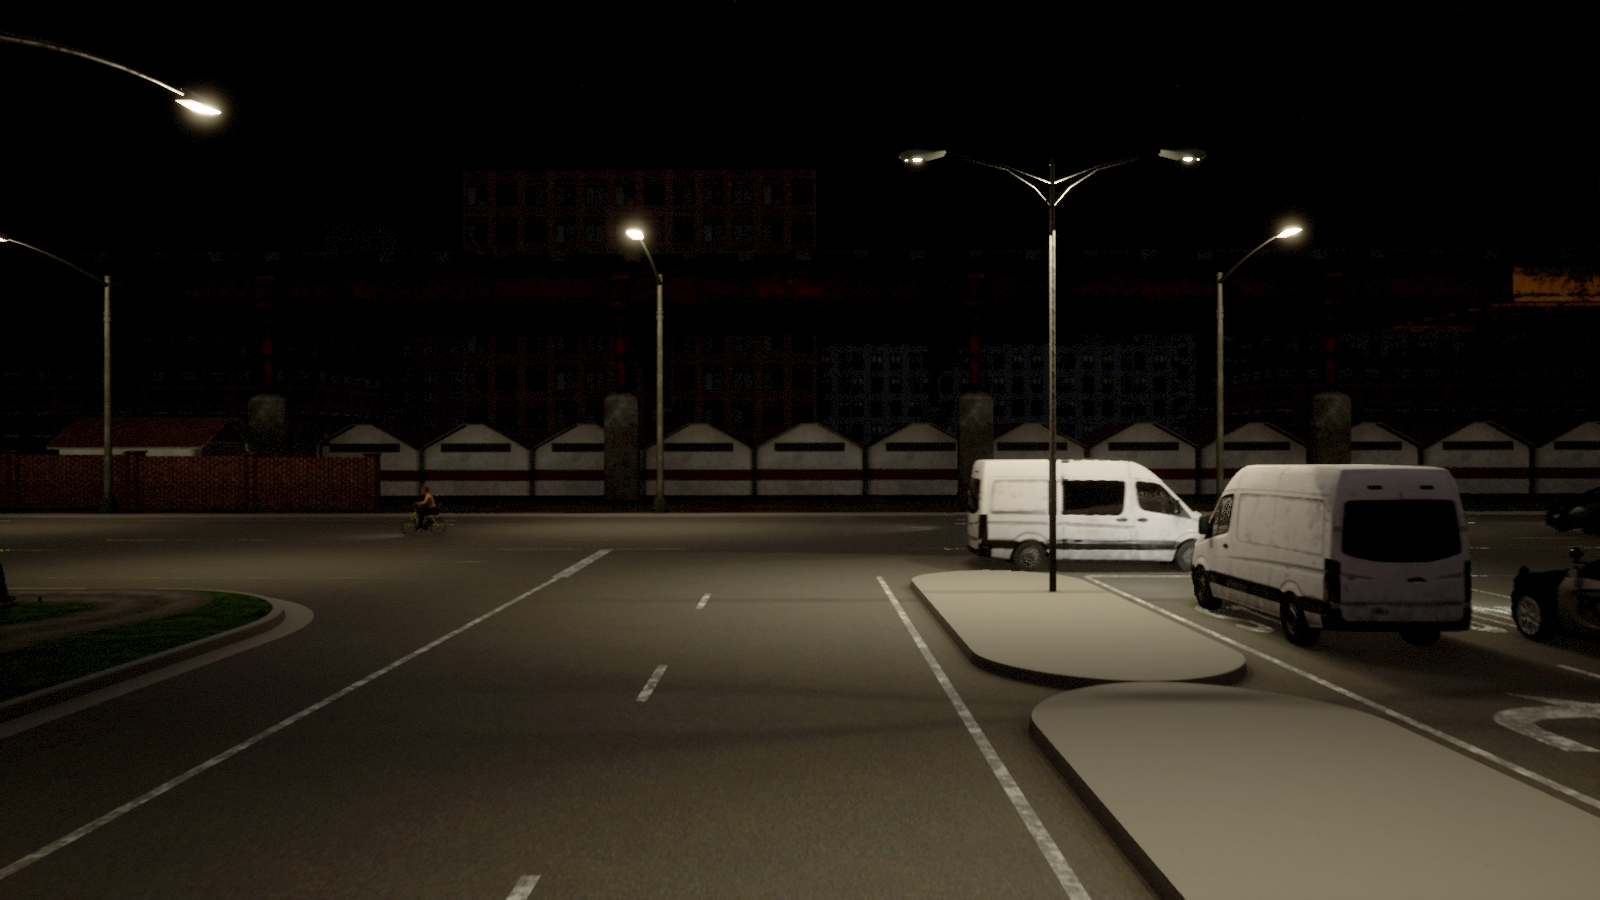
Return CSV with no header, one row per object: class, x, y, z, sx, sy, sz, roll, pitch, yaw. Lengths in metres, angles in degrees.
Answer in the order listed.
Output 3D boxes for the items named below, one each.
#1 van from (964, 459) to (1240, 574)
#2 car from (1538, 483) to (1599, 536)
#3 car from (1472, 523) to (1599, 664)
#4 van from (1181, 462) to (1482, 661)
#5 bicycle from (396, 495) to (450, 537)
van,6.936,1.498,26.707,5.915,2.561,1.988,0,0,0
car,26.578,1.914,37.125,3.988,1.617,1.851,0,0,0
car,11.375,1.945,14.945,2.097,1.638,5.238,0,0,0
van,7.988,1.502,18.015,1.988,2.561,5.915,0,0,0
bicycle,-12.280,2.141,37.265,1.487,1.301,0.859,0,0,0
